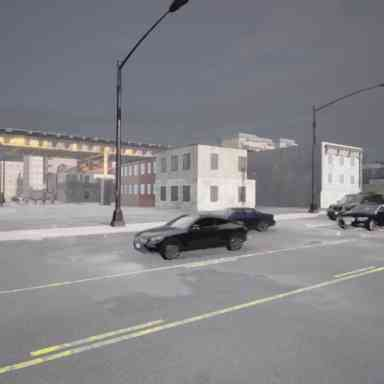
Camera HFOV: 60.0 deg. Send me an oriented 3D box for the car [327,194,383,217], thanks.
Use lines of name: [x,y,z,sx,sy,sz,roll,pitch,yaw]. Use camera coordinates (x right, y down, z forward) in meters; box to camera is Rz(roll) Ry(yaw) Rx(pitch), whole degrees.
car: [12.806,1.174,25.744,5.566,2.045,2.150,-1,0,-35]

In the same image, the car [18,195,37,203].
car: [-39.135,1.918,81.206,4.974,1.542,2.038,0,-1,25]

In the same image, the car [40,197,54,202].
car: [-35.408,1.794,81.295,1.853,1.218,4.536,1,-1,-5]

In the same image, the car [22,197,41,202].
car: [-39.181,1.760,81.229,4.536,1.218,1.853,0,-1,25]

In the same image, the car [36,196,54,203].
car: [-35.405,1.951,81.242,2.038,1.542,4.974,1,-1,-5]

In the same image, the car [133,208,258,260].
car: [0.085,1.550,12.589,4.674,1.442,1.812,0,0,-35]

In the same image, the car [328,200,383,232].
car: [10.743,1.465,20.031,4.902,1.511,2.128,0,0,-35]

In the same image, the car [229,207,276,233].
car: [2.319,1.567,18.432,5.357,1.411,2.033,0,0,-35]
